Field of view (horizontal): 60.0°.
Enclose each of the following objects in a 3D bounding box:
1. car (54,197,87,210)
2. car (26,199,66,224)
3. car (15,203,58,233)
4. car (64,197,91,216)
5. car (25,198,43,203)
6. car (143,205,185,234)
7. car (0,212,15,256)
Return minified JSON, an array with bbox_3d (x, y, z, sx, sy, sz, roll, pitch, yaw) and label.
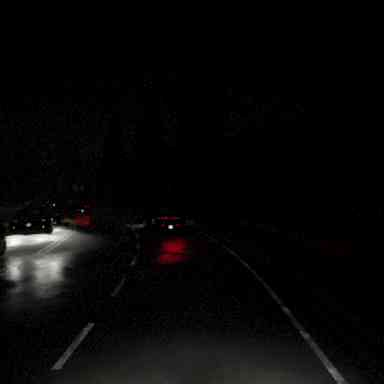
[{"bbox_3d":[-15.985,1.449,43.539,4.902,1.511,2.128,0,0,44],"label":"car"},{"bbox_3d":[-10.535,1.503,24.089,2.128,1.511,4.902,0,0,-23],"label":"car"},{"bbox_3d":[-9.229,1.543,19.455,1.994,1.385,4.181,0,0,-18],"label":"car"},{"bbox_3d":[-11.380,1.477,32.674,1.837,1.490,4.892,0,0,-33],"label":"car"},{"bbox_3d":[-13.129,1.475,28.697,1.837,1.490,4.892,0,0,-30],"label":"car"},{"bbox_3d":[-1.649,1.496,19.115,1.837,1.490,4.892,1,0,-14],"label":"car"},{"bbox_3d":[-7.436,1.337,9.837,2.097,1.767,4.553,0,0,-5],"label":"car"}]
